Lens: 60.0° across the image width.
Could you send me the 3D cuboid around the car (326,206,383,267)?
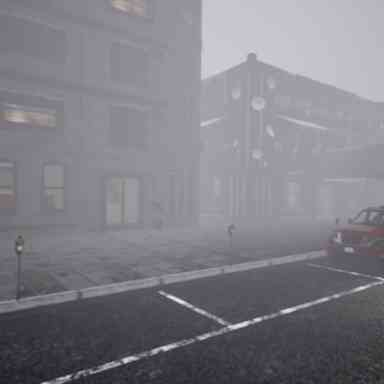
[{"bbox_3d":[6.740,1.434,11.383,5.009,1.841,2.192,1,0,-36],"label":"car"}]
